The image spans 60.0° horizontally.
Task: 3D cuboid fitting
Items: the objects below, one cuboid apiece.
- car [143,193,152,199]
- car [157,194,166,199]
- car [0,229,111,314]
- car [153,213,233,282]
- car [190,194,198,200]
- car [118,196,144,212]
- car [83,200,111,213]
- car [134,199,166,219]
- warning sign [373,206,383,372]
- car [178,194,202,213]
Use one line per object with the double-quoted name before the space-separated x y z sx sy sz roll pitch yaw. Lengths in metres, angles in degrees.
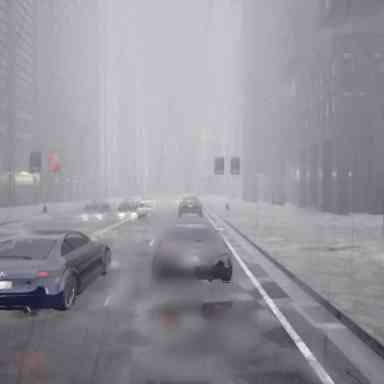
"car" -10.379 1.280 76.345 2.128 1.511 4.902 0 0 0
"car" -7.136 1.268 77.205 2.128 1.511 4.902 0 0 0
"car" -3.236 1.543 7.667 1.994 1.385 4.181 0 0 0
"car" 0.007 1.535 9.672 1.994 1.385 4.181 0 0 0
"car" 0.450 1.246 83.444 1.882 1.535 5.008 0 0 0
"car" -6.894 1.459 36.816 1.994 1.385 4.181 0 0 0
"car" -10.138 1.501 35.762 1.895 1.301 4.718 0 0 0
"car" -3.386 1.520 28.122 1.895 1.301 4.718 0 0 0
"warning sign" 2.826 1.103 3.458 1.300 1.860 1.060 0 0 0
"car" -0.157 1.261 30.873 2.097 1.767 4.553 0 0 0
